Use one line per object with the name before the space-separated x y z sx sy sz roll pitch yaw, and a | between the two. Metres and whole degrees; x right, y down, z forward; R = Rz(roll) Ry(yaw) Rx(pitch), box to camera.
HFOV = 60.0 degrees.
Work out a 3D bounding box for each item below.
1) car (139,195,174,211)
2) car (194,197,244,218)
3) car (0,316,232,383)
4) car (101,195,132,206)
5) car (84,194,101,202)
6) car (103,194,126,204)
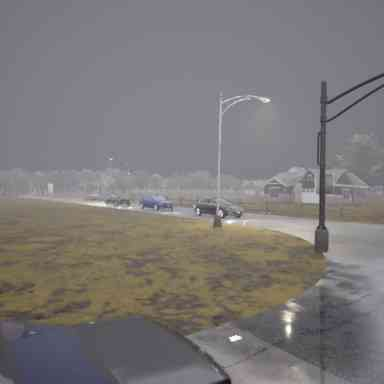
car | -3.753 1.083 34.600 1.882 1.535 5.008 2 0 -36
car | 2.040 1.226 26.452 1.837 1.490 4.892 2 0 -35
car | -2.150 1.547 1.495 5.357 1.411 2.033 0 0 -35
car | -9.540 1.108 42.756 1.895 1.301 4.718 2 -1 -35
car | -18.199 1.008 61.130 2.033 1.411 5.357 2 -1 -35
car | -12.403 1.088 52.977 1.994 1.385 4.181 2 -1 -35
